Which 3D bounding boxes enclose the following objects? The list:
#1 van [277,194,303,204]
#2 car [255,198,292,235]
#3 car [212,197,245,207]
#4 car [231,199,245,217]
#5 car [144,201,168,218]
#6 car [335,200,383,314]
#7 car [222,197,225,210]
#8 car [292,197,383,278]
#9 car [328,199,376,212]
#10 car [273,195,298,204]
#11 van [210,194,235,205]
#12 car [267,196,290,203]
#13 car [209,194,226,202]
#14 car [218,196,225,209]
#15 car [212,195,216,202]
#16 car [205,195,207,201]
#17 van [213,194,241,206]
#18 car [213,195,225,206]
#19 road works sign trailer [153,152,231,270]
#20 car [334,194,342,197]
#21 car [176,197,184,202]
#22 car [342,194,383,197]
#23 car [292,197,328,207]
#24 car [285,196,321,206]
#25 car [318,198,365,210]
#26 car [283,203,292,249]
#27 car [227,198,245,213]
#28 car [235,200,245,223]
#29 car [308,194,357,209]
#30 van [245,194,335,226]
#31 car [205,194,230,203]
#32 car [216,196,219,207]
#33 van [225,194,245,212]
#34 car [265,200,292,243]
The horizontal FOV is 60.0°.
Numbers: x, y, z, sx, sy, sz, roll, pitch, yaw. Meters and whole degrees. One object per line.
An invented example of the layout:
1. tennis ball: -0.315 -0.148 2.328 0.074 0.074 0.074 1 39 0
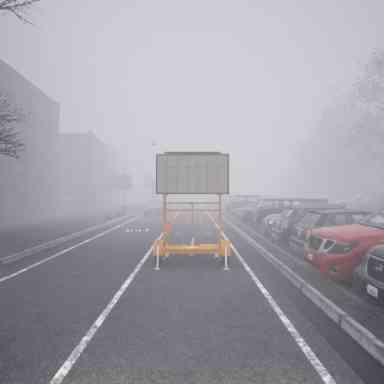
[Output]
1. van: 18.934 1.346 64.226 4.442 1.987 1.878 0 0 0
2. car: 5.724 1.360 16.538 4.553 1.767 2.185 0 0 0
3. car: 5.718 1.531 52.978 5.008 1.535 2.097 0 0 0
4. car: 5.670 1.518 24.948 4.792 1.488 2.163 0 0 0
5. car: -3.282 1.544 30.685 1.812 1.442 4.674 0 0 0
6. car: 5.654 1.232 5.325 5.566 2.045 2.435 0 0 0
7. car: 5.736 1.520 33.358 4.792 1.488 2.163 0 0 0
8. car: 5.657 1.232 8.129 5.566 2.045 2.435 0 0 0
9. car: 18.789 1.535 39.281 4.674 1.452 2.002 0 0 0
10. car: 18.792 1.459 67.006 4.553 1.767 2.185 0 0 0
11. van: 5.617 1.335 61.389 4.442 1.987 1.878 0 0 0
12. car: 18.838 1.657 72.574 4.674 1.452 2.002 0 0 0
13. car: 5.750 1.270 50.175 5.566 2.045 2.435 0 0 0
14. car: 5.895 1.489 36.161 5.366 1.575 1.946 0 0 0
15. car: 5.714 1.513 47.367 4.892 1.521 2.231 0 0 0
16. car: 5.772 1.333 66.994 5.566 2.045 2.435 0 0 0
17. van: 5.843 1.315 55.782 4.442 1.987 1.878 0 0 0
18. car: 5.687 1.534 44.569 4.792 1.488 2.163 0 0 0
19. road works sign trailer: 0.016 0.473 11.049 2.380 3.560 2.880 0 0 1
20. car: 18.760 1.241 36.374 5.566 2.045 2.435 0 0 0
21. car: -3.061 1.875 84.919 1.895 1.301 4.718 0 -1 0
22. car: 18.758 1.241 33.712 5.566 2.045 2.435 0 0 0
23. car: 18.798 1.533 53.082 5.008 1.535 2.097 0 0 0
24. car: 18.621 1.540 55.868 5.366 1.575 1.946 0 0 0
25. car: 18.788 1.500 41.942 5.008 1.535 2.097 0 0 0
26. car: 5.656 1.359 10.932 4.553 1.767 2.185 0 0 0
27. car: 5.673 1.519 27.751 4.792 1.488 2.163 0 0 0
28. car: 5.692 1.487 22.145 5.008 1.535 2.097 0 0 0
29. car: 18.768 1.254 44.729 5.566 2.045 2.435 0 0 0
30. van: 5.578 1.261 19.342 4.442 1.987 1.878 0 0 0
31. car: 5.792 1.387 75.404 5.566 2.045 2.435 0 0 0
32. car: 5.706 1.493 38.961 5.008 1.535 2.097 0 0 0
33. van: 5.588 1.264 30.555 4.442 1.987 1.878 0 0 0
34. car: 5.659 1.360 13.735 4.553 1.767 2.185 0 0 0
